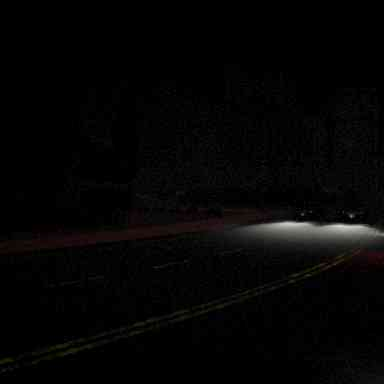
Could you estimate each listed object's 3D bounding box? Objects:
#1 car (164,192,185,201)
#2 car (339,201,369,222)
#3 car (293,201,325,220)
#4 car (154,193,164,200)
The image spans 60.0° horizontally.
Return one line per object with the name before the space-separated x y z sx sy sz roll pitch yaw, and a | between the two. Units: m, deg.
car | -4.302 1.391 80.443 1.970 1.475 3.806 0 0 33
car | 13.007 1.518 26.575 2.128 1.511 4.902 0 0 31
car | 10.018 1.518 28.396 2.128 1.511 4.902 0 0 31
car | -6.728 1.152 82.023 1.905 1.878 3.866 0 0 33
